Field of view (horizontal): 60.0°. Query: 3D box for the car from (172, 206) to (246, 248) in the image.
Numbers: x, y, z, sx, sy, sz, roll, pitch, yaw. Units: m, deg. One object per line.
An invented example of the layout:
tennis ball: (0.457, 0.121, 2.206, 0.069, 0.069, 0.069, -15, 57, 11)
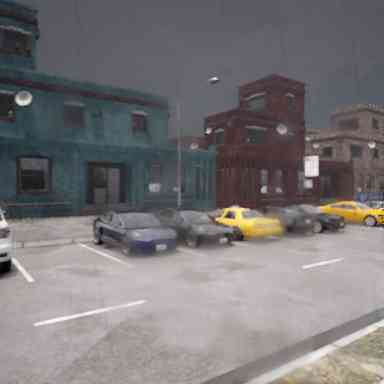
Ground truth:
car: (-0.149, 1.493, 14.972, 2.163, 1.488, 4.792, 0, 0, -35)

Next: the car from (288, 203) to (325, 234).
car: (4.353, 1.485, 18.233, 2.163, 1.488, 4.792, 0, 0, -35)

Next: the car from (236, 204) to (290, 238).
car: (1.995, 1.456, 16.754, 1.946, 1.575, 5.366, 0, 0, -35)

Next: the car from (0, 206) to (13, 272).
car: (-6.986, 1.229, 10.198, 2.435, 2.045, 5.566, 0, 0, -35)

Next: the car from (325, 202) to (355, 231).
car: (6.533, 1.452, 19.749, 2.097, 1.535, 5.008, 0, 0, -35)

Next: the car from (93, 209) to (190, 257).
car: (-2.415, 1.497, 13.367, 2.163, 1.488, 4.792, 0, 0, -35)

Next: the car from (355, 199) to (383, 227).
car: (11.158, 1.445, 23.038, 2.097, 1.535, 5.008, 0, 0, -35)

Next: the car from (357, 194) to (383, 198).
car: (15.703, 1.185, 26.238, 2.435, 2.045, 5.566, 0, 0, -35)
